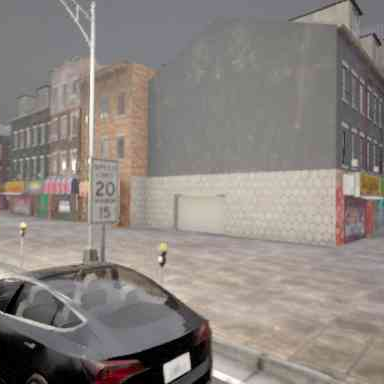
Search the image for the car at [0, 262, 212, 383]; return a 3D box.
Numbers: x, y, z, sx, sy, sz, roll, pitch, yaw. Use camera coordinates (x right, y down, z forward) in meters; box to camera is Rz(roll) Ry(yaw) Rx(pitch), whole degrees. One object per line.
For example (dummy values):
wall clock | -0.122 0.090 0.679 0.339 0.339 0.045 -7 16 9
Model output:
car | -1.702 1.599 4.340 4.313 1.339 1.947 0 -1 41
